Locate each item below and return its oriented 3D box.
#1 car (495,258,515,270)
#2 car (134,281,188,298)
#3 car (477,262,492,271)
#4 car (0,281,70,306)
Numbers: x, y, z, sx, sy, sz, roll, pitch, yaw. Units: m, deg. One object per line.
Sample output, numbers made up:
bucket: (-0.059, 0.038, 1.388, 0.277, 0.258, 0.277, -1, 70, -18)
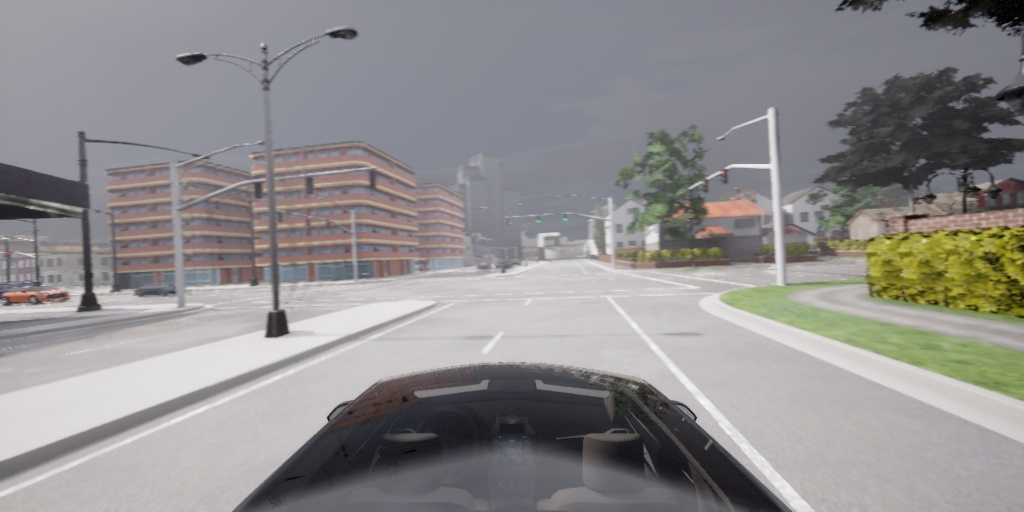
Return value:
car: (-1.509, 1.329, 64.065, 2.150, 2.045, 5.566, -3, 0, 9)
car: (-33.844, 3.185, 34.570, 4.181, 1.385, 1.994, -3, 0, 8)
car: (-4.951, 1.765, 64.594, 1.882, 1.535, 5.008, -3, 0, 9)
car: (-42.572, 3.406, 32.144, 4.553, 1.767, 2.097, -3, 0, 8)
